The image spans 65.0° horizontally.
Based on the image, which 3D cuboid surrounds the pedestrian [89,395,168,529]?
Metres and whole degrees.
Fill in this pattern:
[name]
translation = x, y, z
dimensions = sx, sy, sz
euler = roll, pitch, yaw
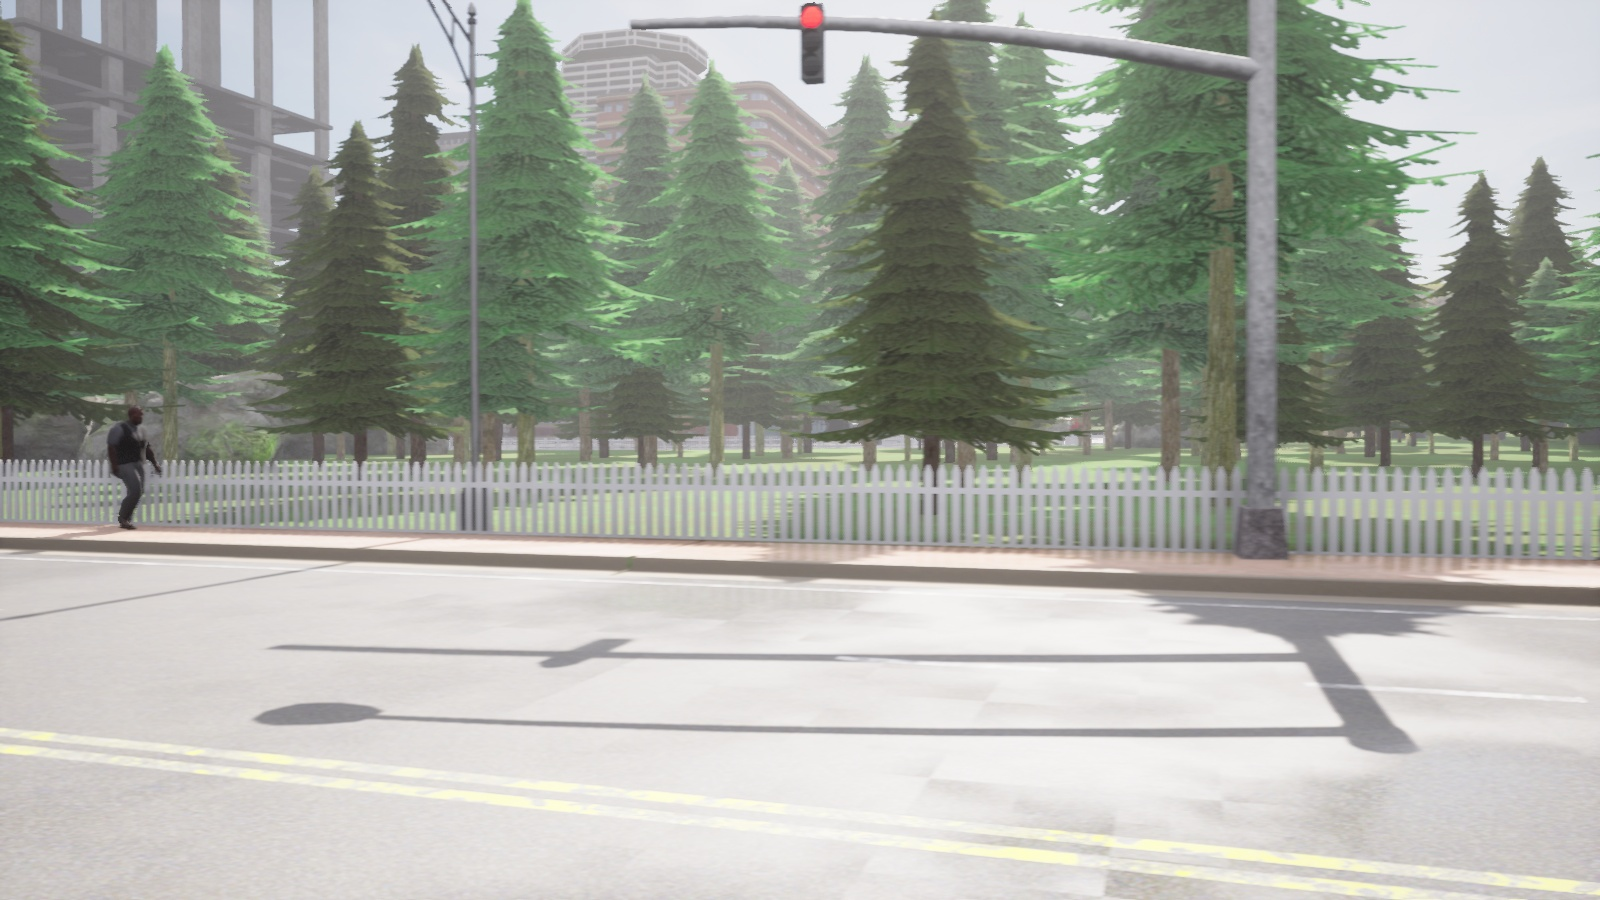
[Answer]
[pedestrian]
translation = -9.666, 0.159, 18.084
dimensions = 0.849, 1.883, 0.563
euler = 1, 1, 19
